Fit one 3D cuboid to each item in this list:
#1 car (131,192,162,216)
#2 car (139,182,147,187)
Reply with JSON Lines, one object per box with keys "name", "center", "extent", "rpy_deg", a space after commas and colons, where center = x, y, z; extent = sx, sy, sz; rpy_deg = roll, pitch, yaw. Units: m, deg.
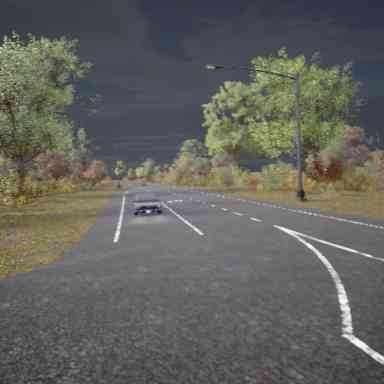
{"name": "car", "center": [-3.239, 0.748, 23.403], "extent": [2.033, 1.411, 5.357], "rpy_deg": [-3, 3, -11]}
{"name": "car", "center": [-12.681, -1.953, 85.392], "extent": [2.033, 1.411, 5.357], "rpy_deg": [-3, 3, -10]}
